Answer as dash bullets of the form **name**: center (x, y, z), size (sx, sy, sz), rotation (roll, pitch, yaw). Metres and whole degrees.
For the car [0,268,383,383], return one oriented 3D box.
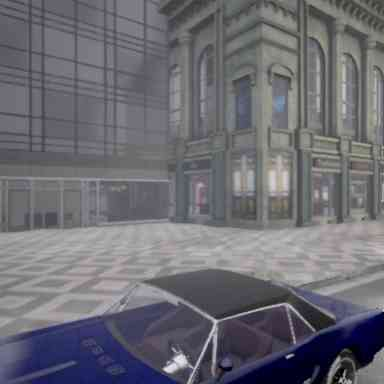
- **car**: center (-0.091, 1.598, 3.313), size (4.718, 1.301, 1.895), rotation (0, 0, -36)
